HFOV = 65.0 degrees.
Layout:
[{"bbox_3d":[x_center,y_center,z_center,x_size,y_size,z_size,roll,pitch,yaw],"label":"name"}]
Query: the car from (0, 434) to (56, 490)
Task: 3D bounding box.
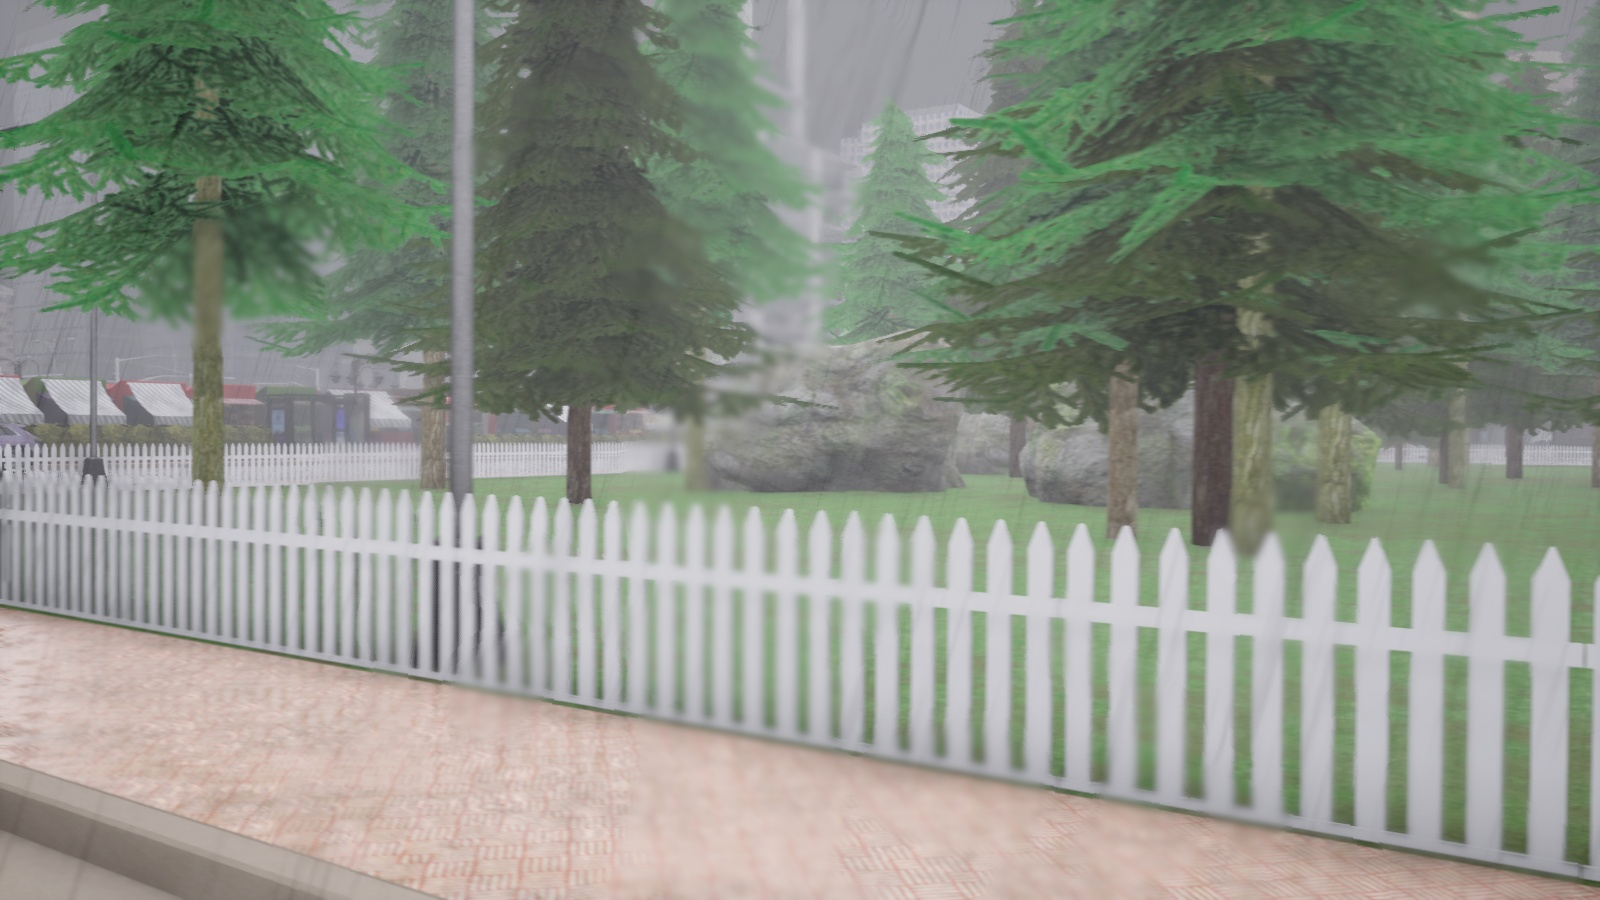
[{"bbox_3d":[-25.227,0.379,37.425,2.033,1.649,4.856,0,1,32],"label":"car"}]
